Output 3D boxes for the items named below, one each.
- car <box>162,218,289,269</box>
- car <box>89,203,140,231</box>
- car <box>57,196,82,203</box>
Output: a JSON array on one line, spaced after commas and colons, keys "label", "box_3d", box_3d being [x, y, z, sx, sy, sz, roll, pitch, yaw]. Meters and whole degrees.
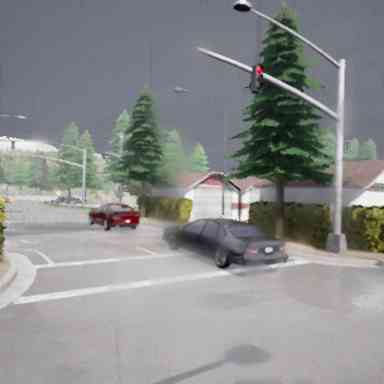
[{"label": "car", "box_3d": [0.918, 1.647, 11.957, 2.033, 1.411, 5.357, 2, 1, -33]}, {"label": "car", "box_3d": [-4.943, 1.441, 20.782, 1.882, 1.535, 5.008, 1, 0, -33]}, {"label": "car", "box_3d": [-24.902, 1.531, 68.059, 4.902, 1.511, 2.128, 2, -1, -33]}]
